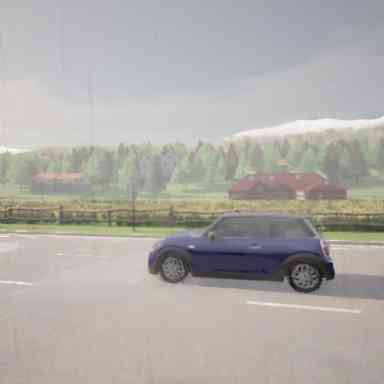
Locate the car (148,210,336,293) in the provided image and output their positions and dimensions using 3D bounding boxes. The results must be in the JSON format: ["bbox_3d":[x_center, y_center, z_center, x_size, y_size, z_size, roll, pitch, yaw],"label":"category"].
[{"bbox_3d":[1.169,1.308,8.576,4.553,1.767,2.097,-1,0,17],"label":"car"}]
